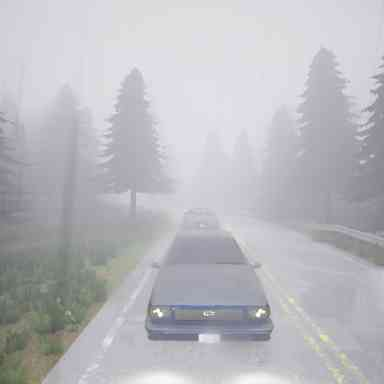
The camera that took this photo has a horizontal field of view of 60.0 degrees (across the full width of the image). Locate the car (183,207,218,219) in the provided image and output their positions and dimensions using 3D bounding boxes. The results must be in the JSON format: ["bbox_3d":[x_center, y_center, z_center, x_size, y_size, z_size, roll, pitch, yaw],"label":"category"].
[{"bbox_3d":[0.461,1.584,19.165,1.994,1.385,4.181,0,0,-2],"label":"car"}]

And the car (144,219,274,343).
[{"bbox_3d":[0.277,1.557,7.080,2.033,1.411,5.357,0,0,1],"label":"car"}]
